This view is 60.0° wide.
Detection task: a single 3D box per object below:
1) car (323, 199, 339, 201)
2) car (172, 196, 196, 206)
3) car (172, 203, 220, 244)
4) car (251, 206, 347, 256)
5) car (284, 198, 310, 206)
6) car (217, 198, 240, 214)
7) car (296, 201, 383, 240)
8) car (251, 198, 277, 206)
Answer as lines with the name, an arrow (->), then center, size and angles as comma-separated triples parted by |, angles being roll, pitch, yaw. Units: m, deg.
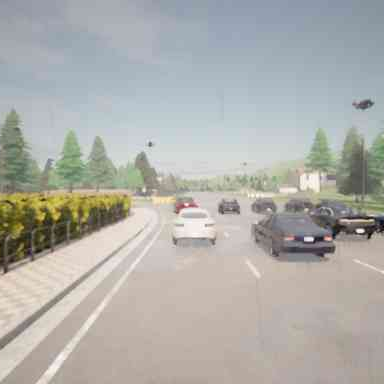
car -> 14.111, 1.414, 33.949 | 1.994, 1.385, 4.181 | 0, 0, 0
car -> -0.774, 1.208, 32.794 | 2.097, 1.767, 4.553 | 0, 0, -7
car -> 0.095, 1.458, 15.305 | 1.812, 1.442, 4.674 | 0, 0, 0
car -> 3.604, 1.491, 12.755 | 2.033, 1.411, 5.357 | 0, 0, 0
car -> 10.611, 1.358, 33.205 | 1.837, 1.490, 4.892 | 0, 0, 0
car -> 3.611, 1.346, 33.090 | 2.128, 1.511, 4.902 | 0, 0, 0
car -> 7.105, 1.419, 16.457 | 2.128, 1.511, 4.902 | 0, 0, 0
car -> 7.111, 1.359, 33.164 | 1.837, 1.490, 4.892 | 0, 0, 0
